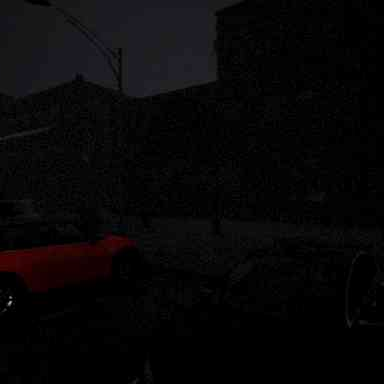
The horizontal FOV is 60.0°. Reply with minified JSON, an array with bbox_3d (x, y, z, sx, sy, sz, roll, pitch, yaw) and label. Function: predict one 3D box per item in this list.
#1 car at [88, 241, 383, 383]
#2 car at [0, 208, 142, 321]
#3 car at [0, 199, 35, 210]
[{"bbox_3d":[1.406,1.482,4.360,2.231,1.521,4.892,0,0,35],"label":"car"},{"bbox_3d":[-3.241,1.362,7.628,2.185,1.767,4.553,0,0,35],"label":"car"},{"bbox_3d":[-7.761,1.261,10.855,2.435,2.045,5.566,-1,0,35],"label":"car"}]
